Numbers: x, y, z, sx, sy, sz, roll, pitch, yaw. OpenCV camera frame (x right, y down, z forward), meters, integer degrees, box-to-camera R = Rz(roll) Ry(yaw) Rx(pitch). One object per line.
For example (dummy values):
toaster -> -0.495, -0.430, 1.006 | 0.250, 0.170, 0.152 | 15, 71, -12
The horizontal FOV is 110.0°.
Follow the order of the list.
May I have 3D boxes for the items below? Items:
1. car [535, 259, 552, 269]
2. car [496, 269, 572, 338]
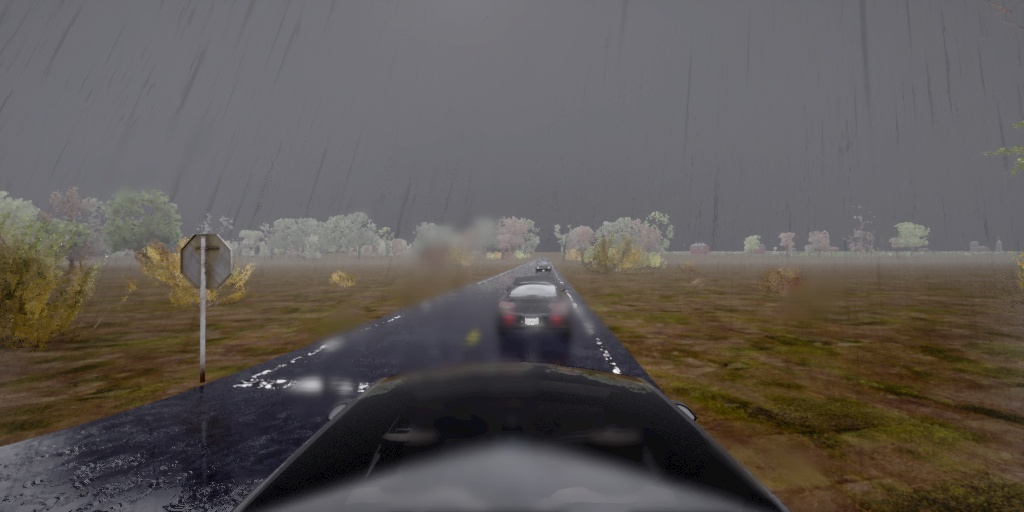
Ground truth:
car -> 3.758, 1.348, 42.429 | 1.895, 1.301, 4.718 | 0, 0, 6
car -> 0.673, 1.276, 10.142 | 1.812, 1.442, 4.674 | 0, 0, 5
